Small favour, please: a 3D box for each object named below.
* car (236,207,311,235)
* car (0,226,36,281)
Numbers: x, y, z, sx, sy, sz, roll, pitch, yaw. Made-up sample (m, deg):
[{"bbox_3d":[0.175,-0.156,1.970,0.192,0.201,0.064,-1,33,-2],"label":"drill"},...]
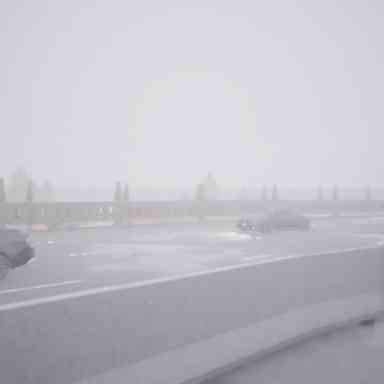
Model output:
[{"bbox_3d":[4.564,1.544,18.568,4.181,1.385,1.994,0,0,-27],"label":"car"},{"bbox_3d":[-6.391,1.445,7.857,4.902,1.511,2.128,0,0,-35],"label":"car"}]
